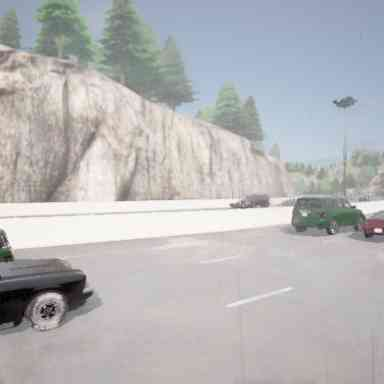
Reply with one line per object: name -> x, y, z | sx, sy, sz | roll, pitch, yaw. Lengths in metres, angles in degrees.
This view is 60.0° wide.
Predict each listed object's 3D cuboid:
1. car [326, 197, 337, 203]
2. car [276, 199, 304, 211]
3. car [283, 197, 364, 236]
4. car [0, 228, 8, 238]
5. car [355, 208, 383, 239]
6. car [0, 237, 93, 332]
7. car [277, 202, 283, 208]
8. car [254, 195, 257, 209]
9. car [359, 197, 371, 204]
car -> 32.284, 1.805, 76.962 | 1.994, 1.385, 4.181 | 0, 0, 29
car -> 13.054, 1.672, 44.247 | 1.812, 1.442, 4.674 | 0, 0, 42
car -> 7.933, 1.288, 19.242 | 5.566, 2.045, 2.150 | 0, 0, -41
car -> -7.087, 1.233, 7.360 | 5.566, 2.045, 2.150 | 0, 0, -35
car -> 10.166, 1.588, 16.596 | 4.674, 1.442, 1.812 | 0, 0, -41
car -> -4.091, 1.611, 5.209 | 4.718, 1.301, 1.895 | 0, 0, -35
car -> 12.002, 1.618, 37.958 | 2.128, 1.511, 4.902 | 0, 0, 43
car -> 8.412, 1.362, 44.329 | 2.150, 2.045, 5.566 | 0, 0, 43
car -> 36.557, 1.702, 70.342 | 1.994, 1.385, 4.181 | 0, 0, 31
